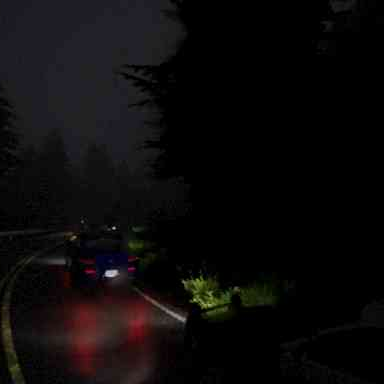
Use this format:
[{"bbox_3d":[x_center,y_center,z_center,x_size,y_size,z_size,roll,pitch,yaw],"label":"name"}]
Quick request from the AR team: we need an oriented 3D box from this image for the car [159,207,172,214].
[{"bbox_3d":[-6.731,4.676,83.511,2.033,1.411,5.357,1,-6,-18],"label":"car"}]

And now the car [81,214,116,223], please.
[{"bbox_3d":[-4.705,2.044,15.982,1.801,1.575,5.366,0,-2,-12],"label":"car"}]

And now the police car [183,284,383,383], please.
[{"bbox_3d":[1.963,1.669,2.962,1.930,1.638,5.238,5,-4,-42],"label":"police car"}]

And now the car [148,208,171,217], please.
[{"bbox_3d":[-4.437,2.932,43.720,2.128,1.511,4.902,-2,-2,6],"label":"car"}]

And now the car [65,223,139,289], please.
[{"bbox_3d":[-2.954,1.955,10.556,1.812,1.442,4.674,2,-2,-24],"label":"car"}]

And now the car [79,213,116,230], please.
[{"bbox_3d":[-8.894,2.783,31.788,1.895,1.301,4.718,-2,-2,5],"label":"car"}]
